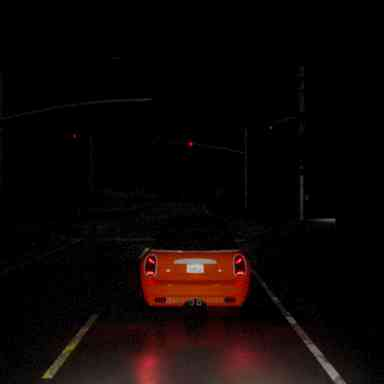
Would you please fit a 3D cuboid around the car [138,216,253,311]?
[{"bbox_3d":[0.064,1.351,7.908,2.097,1.767,4.553,0,0,0],"label":"car"}]
